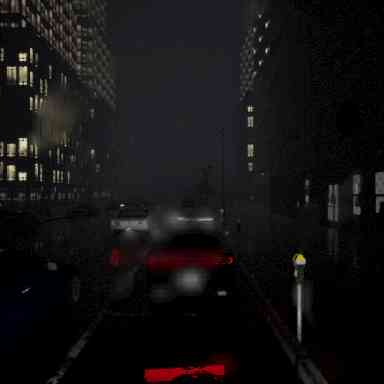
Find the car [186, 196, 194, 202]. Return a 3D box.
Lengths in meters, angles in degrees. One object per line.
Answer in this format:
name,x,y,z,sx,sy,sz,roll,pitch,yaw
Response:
car,-0.452,1.533,78.399,1.802,1.307,4.206,0,0,0

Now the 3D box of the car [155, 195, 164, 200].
car,-8.832,1.504,89.799,1.947,1.339,4.313,0,0,0

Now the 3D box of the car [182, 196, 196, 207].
car,-0.452,1.548,44.248,1.947,1.339,4.313,0,0,0

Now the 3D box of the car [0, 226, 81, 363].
car,-3.145,1.525,4.841,1.812,1.442,4.674,0,0,0

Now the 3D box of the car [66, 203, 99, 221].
car,-8.832,1.575,27.183,1.802,1.307,4.206,0,0,0

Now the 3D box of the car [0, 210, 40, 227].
car,-8.833,1.563,15.800,1.947,1.339,4.313,0,0,0

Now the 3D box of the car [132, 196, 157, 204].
car,-6.194,1.547,43.830,1.994,1.385,4.181,0,0,1

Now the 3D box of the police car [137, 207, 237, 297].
police car,-0.012,1.424,8.759,1.930,1.638,5.238,0,0,0

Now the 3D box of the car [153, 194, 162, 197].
car,-8.832,1.391,78.413,1.967,1.590,4.097,0,0,0

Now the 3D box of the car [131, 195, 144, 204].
car,-8.833,1.523,49.953,1.887,1.381,4.507,0,0,0

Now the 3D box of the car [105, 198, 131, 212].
car,-8.833,1.537,38.569,2.008,1.369,4.403,0,0,0

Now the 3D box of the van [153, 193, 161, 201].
van,-8.831,1.286,84.106,1.690,1.788,3.998,0,0,0

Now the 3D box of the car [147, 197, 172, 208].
car,-3.097,1.553,34.505,1.994,1.385,4.181,0,0,1

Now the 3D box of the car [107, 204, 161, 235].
car,-3.104,1.597,18.781,1.895,1.301,4.718,0,0,1
